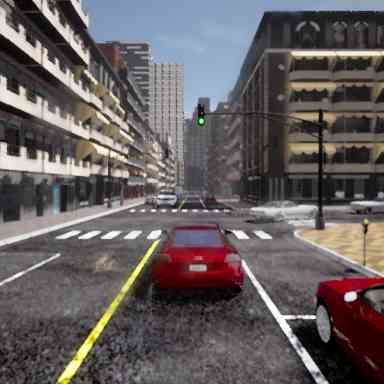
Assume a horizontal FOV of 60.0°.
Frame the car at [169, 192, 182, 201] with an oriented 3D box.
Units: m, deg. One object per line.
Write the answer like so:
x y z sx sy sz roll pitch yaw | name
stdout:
-2.909 0.823 60.608 2.128 1.511 4.902 0 1 1 | car

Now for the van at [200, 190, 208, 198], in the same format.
2.825 0.472 79.914 1.690 1.788 3.998 -1 1 0 | van

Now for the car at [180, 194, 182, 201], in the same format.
-2.985 1.004 50.418 1.994 1.385 4.181 0 1 1 | car

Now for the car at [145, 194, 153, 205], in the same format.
-5.613 1.029 46.772 2.008 1.369 4.403 0 1 0 | car

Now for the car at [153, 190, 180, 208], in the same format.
-3.007 0.768 40.352 2.150 2.045 5.566 0 1 0 | car

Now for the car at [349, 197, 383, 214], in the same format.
15.045 1.028 26.246 4.718 1.301 1.895 -1 1 -1 | car

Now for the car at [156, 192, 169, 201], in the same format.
-5.585 0.743 63.353 1.967 1.590 4.097 -1 1 0 | car

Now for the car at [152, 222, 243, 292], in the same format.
0.119 1.464 8.676 1.994 1.385 4.181 0 1 0 | car

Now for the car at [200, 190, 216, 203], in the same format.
2.776 0.860 52.277 1.967 1.590 4.097 -1 1 0 | car

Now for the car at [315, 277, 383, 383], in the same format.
2.688 1.505 3.282 1.887 1.381 4.507 0 1 0 | car

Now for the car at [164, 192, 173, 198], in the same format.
-5.554 0.658 79.767 1.752 1.417 4.829 -1 1 0 | car

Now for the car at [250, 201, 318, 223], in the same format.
6.418 1.277 22.628 4.718 1.301 1.895 -2 1 -22 | car

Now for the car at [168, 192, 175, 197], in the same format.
-5.533 0.600 90.993 1.802 1.307 4.206 -1 1 0 | car

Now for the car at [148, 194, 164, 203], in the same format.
-5.603 0.985 52.299 1.947 1.339 4.313 0 1 0 | car
